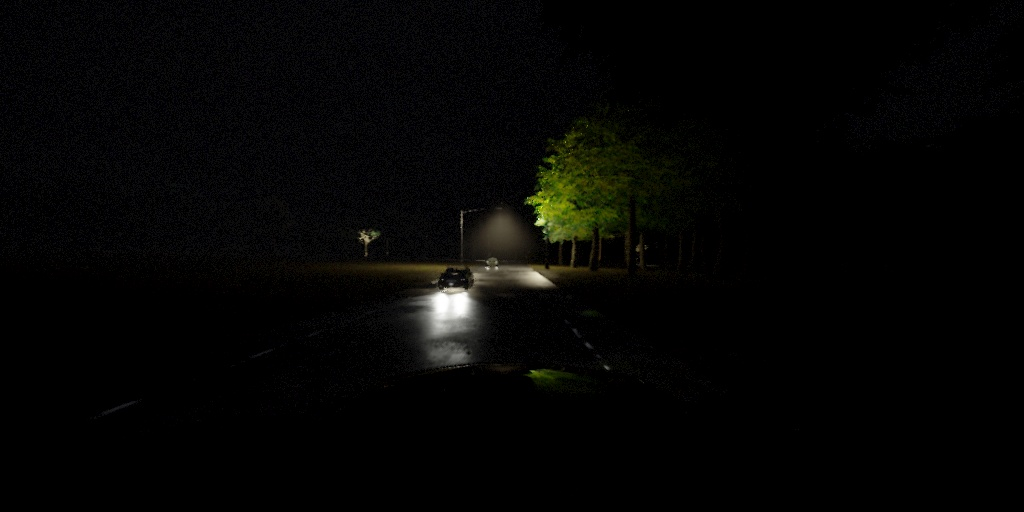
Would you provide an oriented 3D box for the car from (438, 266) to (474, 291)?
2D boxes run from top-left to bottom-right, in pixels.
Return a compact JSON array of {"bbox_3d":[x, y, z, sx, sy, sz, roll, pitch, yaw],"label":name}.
[{"bbox_3d":[-3.601,1.420,23.694,2.128,1.511,4.902,0,0,0],"label":"car"}]

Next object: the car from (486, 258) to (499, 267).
[{"bbox_3d":[-3.529,1.106,64.942,2.097,1.767,4.553,0,0,0],"label":"car"}]
